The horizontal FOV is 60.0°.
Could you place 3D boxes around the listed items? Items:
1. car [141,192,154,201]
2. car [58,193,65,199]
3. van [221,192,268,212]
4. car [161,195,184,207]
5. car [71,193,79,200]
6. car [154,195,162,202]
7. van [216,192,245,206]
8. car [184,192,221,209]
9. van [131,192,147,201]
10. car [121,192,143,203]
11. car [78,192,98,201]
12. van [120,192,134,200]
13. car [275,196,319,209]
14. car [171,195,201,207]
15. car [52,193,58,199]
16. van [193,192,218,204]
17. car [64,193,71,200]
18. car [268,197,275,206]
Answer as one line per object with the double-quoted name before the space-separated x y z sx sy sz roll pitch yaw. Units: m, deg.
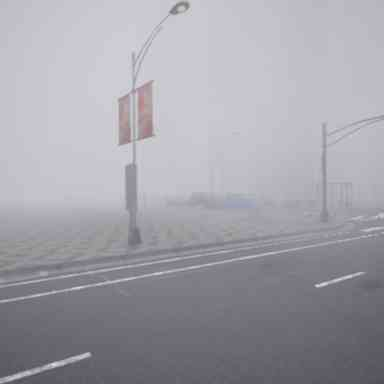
"car" -7.874 1.129 64.746 1.802 1.307 4.206 -1 0 -36
"car" -31.302 1.209 82.898 1.947 1.339 4.313 -1 0 -36
"van" 4.976 0.995 32.064 1.690 1.788 3.998 -1 0 -36
"car" -1.618 1.228 41.308 1.802 1.307 4.206 -1 0 -36
"car" -24.706 1.083 73.655 1.967 1.590 4.097 -1 0 -36
"car" -4.575 1.129 60.125 1.802 1.307 4.206 -1 0 -36
"van" 5.317 0.892 46.260 1.690 1.788 3.998 -1 0 -36
"car" 1.678 0.965 36.685 2.192 1.841 5.009 -1 0 -36
"van" -11.174 0.889 69.366 1.690 1.788 3.998 -1 0 -36
"car" -11.080 1.175 59.320 1.812 1.442 4.674 -1 0 -36
"car" -21.408 1.194 69.035 2.008 1.369 4.403 -1 0 -36
"van" -14.472 0.889 73.988 1.690 1.788 3.998 -1 0 -36
"car" 11.916 1.110 37.019 2.008 1.369 4.403 -1 0 -36
"car" -0.882 1.179 44.878 1.994 1.385 4.181 -1 1 -35
"car" -34.501 1.169 87.380 1.752 1.417 4.829 -1 0 -36
"van" 2.019 0.890 50.881 1.690 1.788 3.998 -1 0 -36
"car" -27.905 1.169 78.138 1.752 1.417 4.829 -1 0 -36
"car" 8.618 1.137 41.641 1.802 1.307 4.206 -1 0 -36
